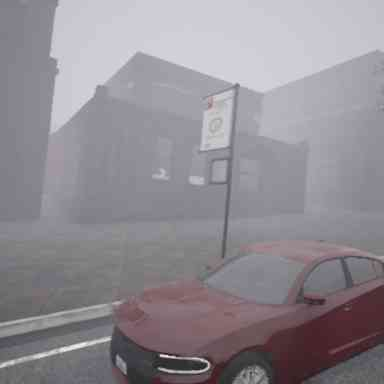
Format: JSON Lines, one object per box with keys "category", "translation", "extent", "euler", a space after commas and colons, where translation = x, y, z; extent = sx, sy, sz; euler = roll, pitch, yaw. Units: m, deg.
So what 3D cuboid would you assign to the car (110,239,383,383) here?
{"category": "car", "translation": [1.362, 1.498, 4.772], "extent": [5.008, 1.535, 1.882], "euler": [1, 0, -34]}
